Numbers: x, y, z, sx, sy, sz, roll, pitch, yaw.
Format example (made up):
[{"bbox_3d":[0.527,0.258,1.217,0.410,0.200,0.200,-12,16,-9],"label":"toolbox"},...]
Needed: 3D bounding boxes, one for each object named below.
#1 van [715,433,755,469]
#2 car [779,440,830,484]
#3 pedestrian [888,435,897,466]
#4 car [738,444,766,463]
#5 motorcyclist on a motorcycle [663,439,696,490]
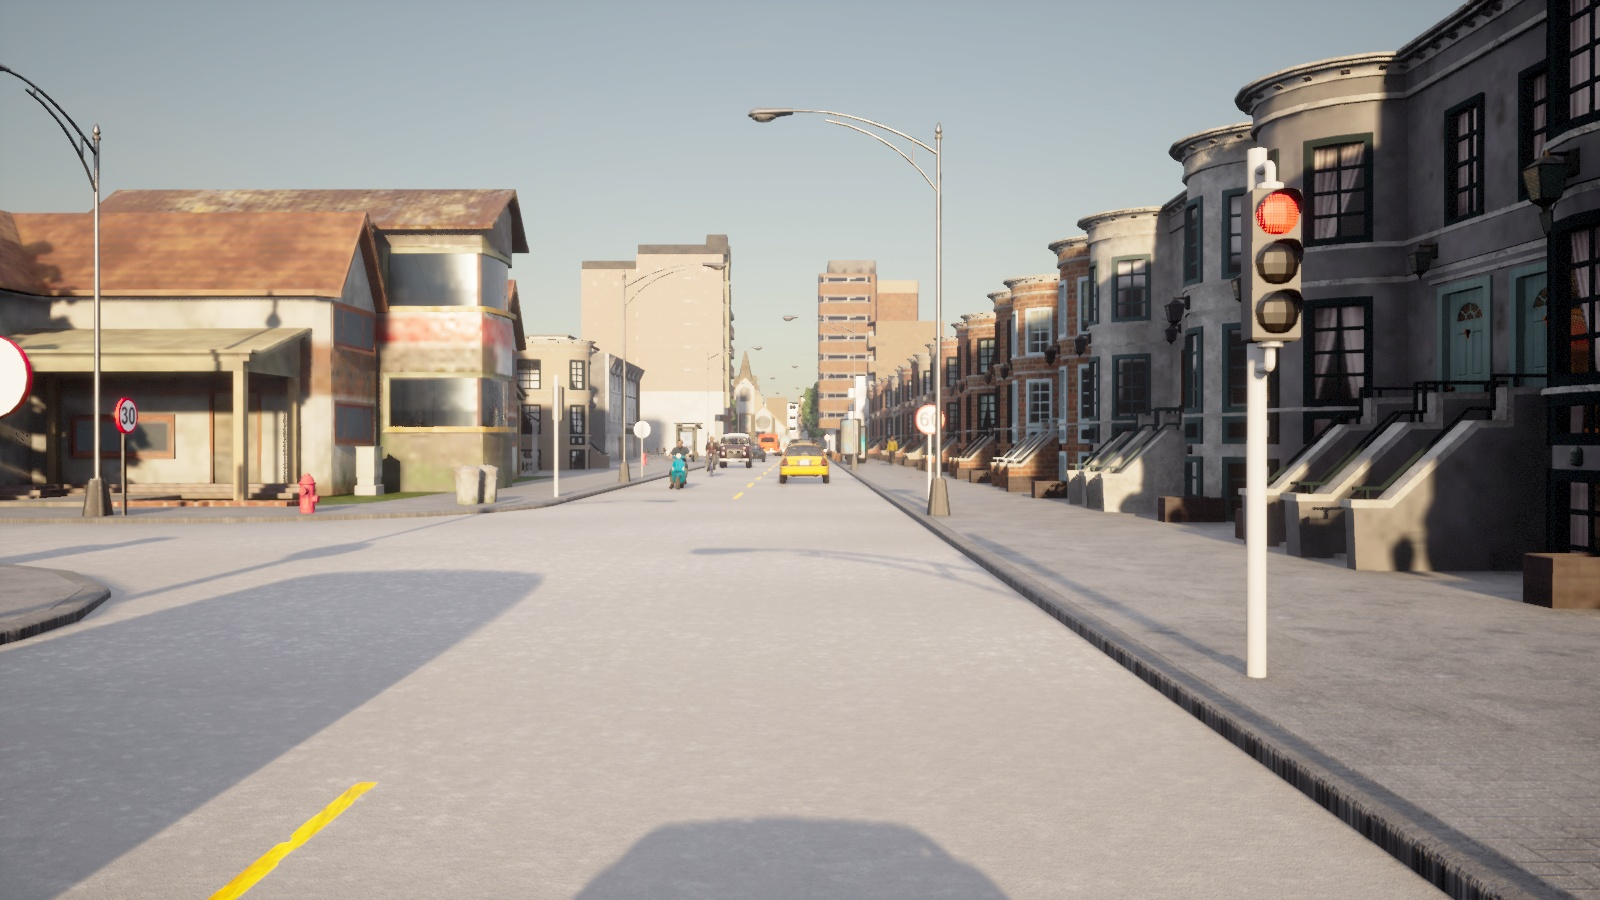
[{"bbox_3d":[-3.737,0.034,73.231,2.069,2.038,4.480,0,0,0],"label":"van"},{"bbox_3d":[0.167,0.408,46.997,1.801,1.575,5.366,0,0,0],"label":"car"},{"bbox_3d":[5.434,0.024,73.873,0.431,1.840,0.709,0,0,-3],"label":"pedestrian"},{"bbox_3d":[-3.653,0.238,96.239,1.994,1.385,4.181,0,0,0],"label":"car"},{"bbox_3d":[-3.856,0.458,40.342,0.866,1.590,1.817,0,0,0],"label":"motorcyclist on a motorcycle"}]
